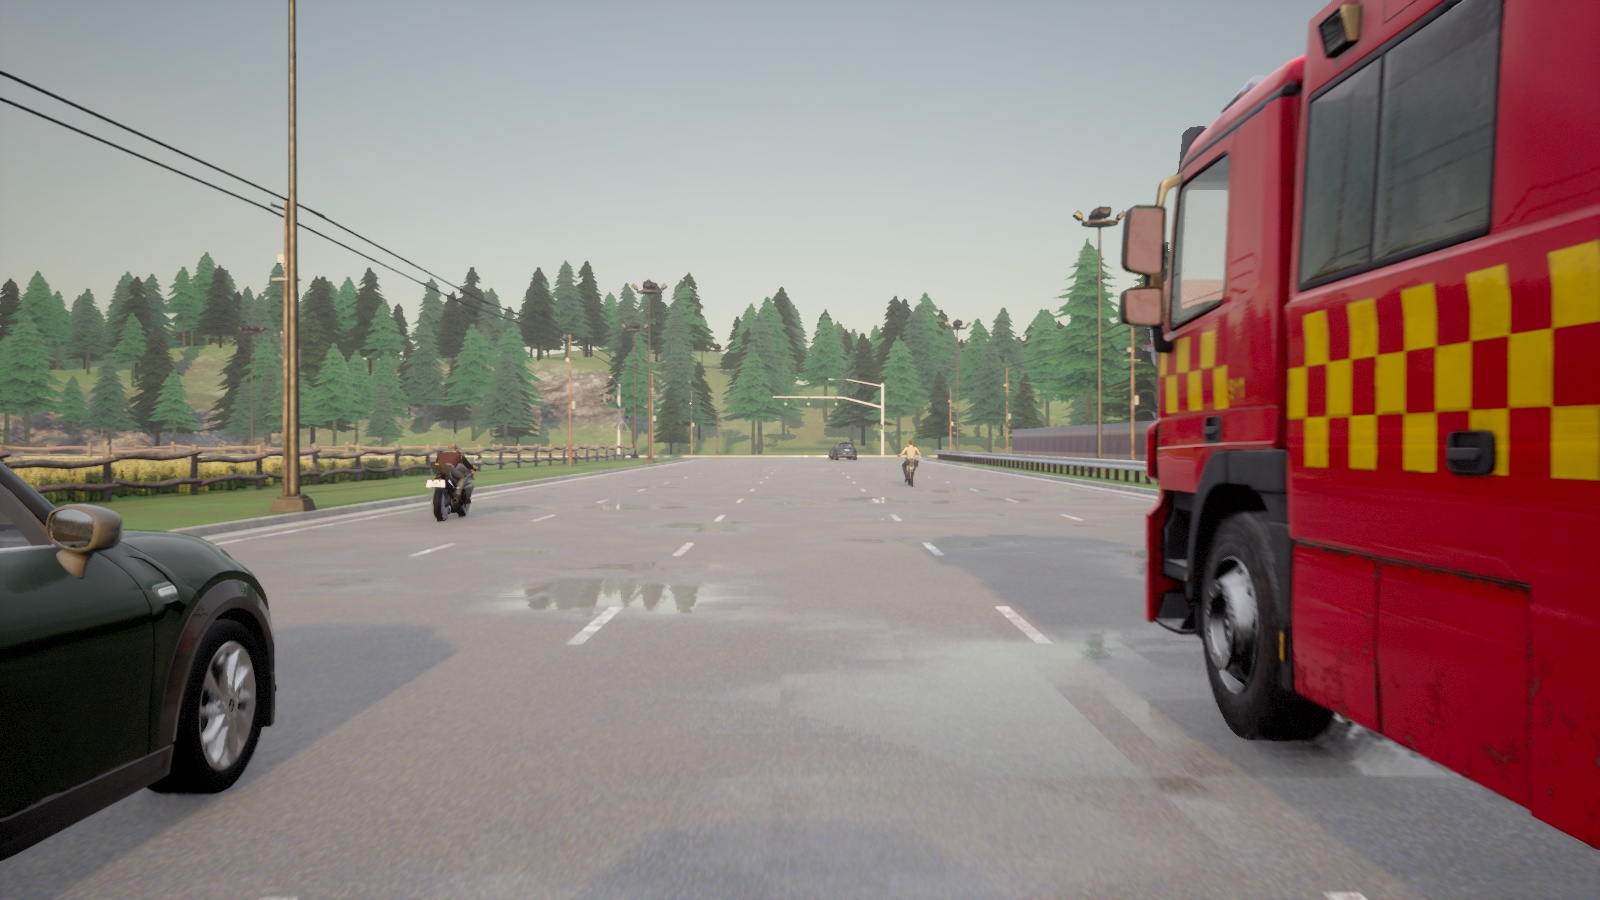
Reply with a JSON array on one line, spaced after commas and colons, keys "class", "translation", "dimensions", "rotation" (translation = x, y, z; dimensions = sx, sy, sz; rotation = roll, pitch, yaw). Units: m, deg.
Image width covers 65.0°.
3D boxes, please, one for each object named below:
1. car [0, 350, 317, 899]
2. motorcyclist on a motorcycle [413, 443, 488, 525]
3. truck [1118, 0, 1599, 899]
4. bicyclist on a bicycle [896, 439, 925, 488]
[{"class": "car", "translation": [-3.462, 0.580, 3.972], "dimensions": [2.097, 1.767, 4.553], "rotation": [0, 0, 0]}, {"class": "motorcyclist on a motorcycle", "translation": [-6.844, 0.637, 24.715], "dimensions": [0.866, 1.530, 2.191], "rotation": [0, 0, 0]}, {"class": "truck", "translation": [3.540, -0.439, 4.096], "dimensions": [2.891, 3.827, 8.468], "rotation": [0, 0, 0]}, {"class": "bicyclist on a bicycle", "translation": [3.755, 0.445, 42.707], "dimensions": [0.866, 1.612, 1.509], "rotation": [0, 0, 1]}]
